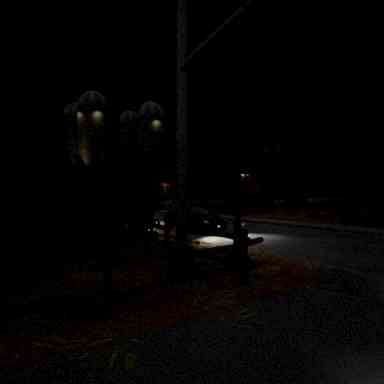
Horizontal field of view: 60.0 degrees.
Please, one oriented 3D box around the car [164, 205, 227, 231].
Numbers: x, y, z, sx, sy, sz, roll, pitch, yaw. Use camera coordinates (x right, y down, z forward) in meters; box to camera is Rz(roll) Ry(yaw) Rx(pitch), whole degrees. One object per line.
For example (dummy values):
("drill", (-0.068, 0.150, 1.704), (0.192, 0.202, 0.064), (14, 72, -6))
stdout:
("car", (0.048, 1.526, 19.393), (1.812, 1.442, 4.674), (0, 0, -36))
